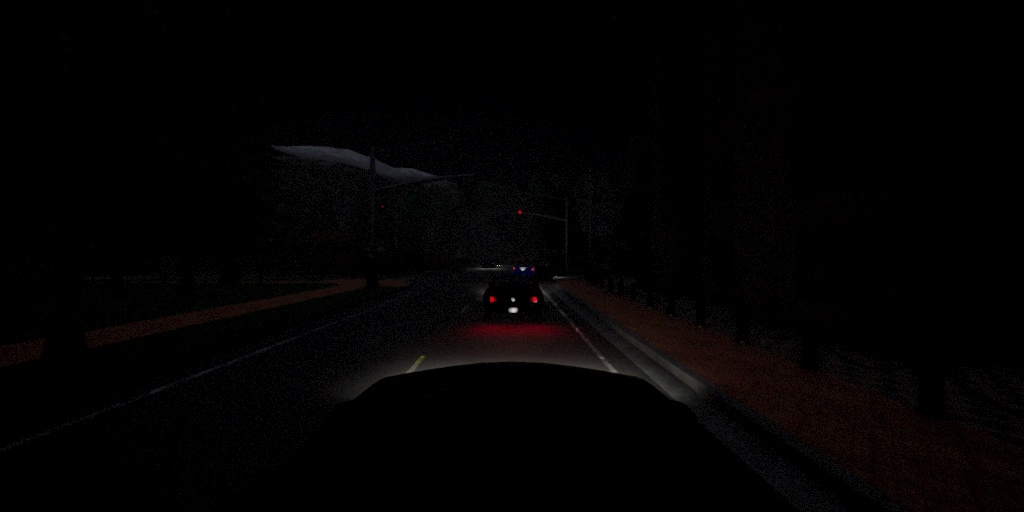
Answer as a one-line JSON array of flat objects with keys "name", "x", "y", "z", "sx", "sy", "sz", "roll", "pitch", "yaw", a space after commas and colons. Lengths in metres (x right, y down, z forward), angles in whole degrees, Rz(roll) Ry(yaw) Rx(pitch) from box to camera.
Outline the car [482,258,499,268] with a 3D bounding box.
[{"name": "car", "x": -3.557, "y": 1.075, "z": 56.475, "sx": 1.882, "sy": 1.535, "sz": 5.008, "roll": 0, "pitch": 0, "yaw": 1}]

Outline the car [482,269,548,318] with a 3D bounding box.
[{"name": "car", "x": 0.059, "y": 1.320, "z": 12.880, "sx": 1.895, "sy": 1.301, "sz": 4.718, "roll": 0, "pitch": 0, "yaw": 0}]

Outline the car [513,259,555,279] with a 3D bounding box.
[{"name": "car", "x": 1.776, "y": 1.025, "z": 28.832, "sx": 2.097, "sy": 1.767, "sz": 4.553, "roll": 1, "pitch": 0, "yaw": 27}]
